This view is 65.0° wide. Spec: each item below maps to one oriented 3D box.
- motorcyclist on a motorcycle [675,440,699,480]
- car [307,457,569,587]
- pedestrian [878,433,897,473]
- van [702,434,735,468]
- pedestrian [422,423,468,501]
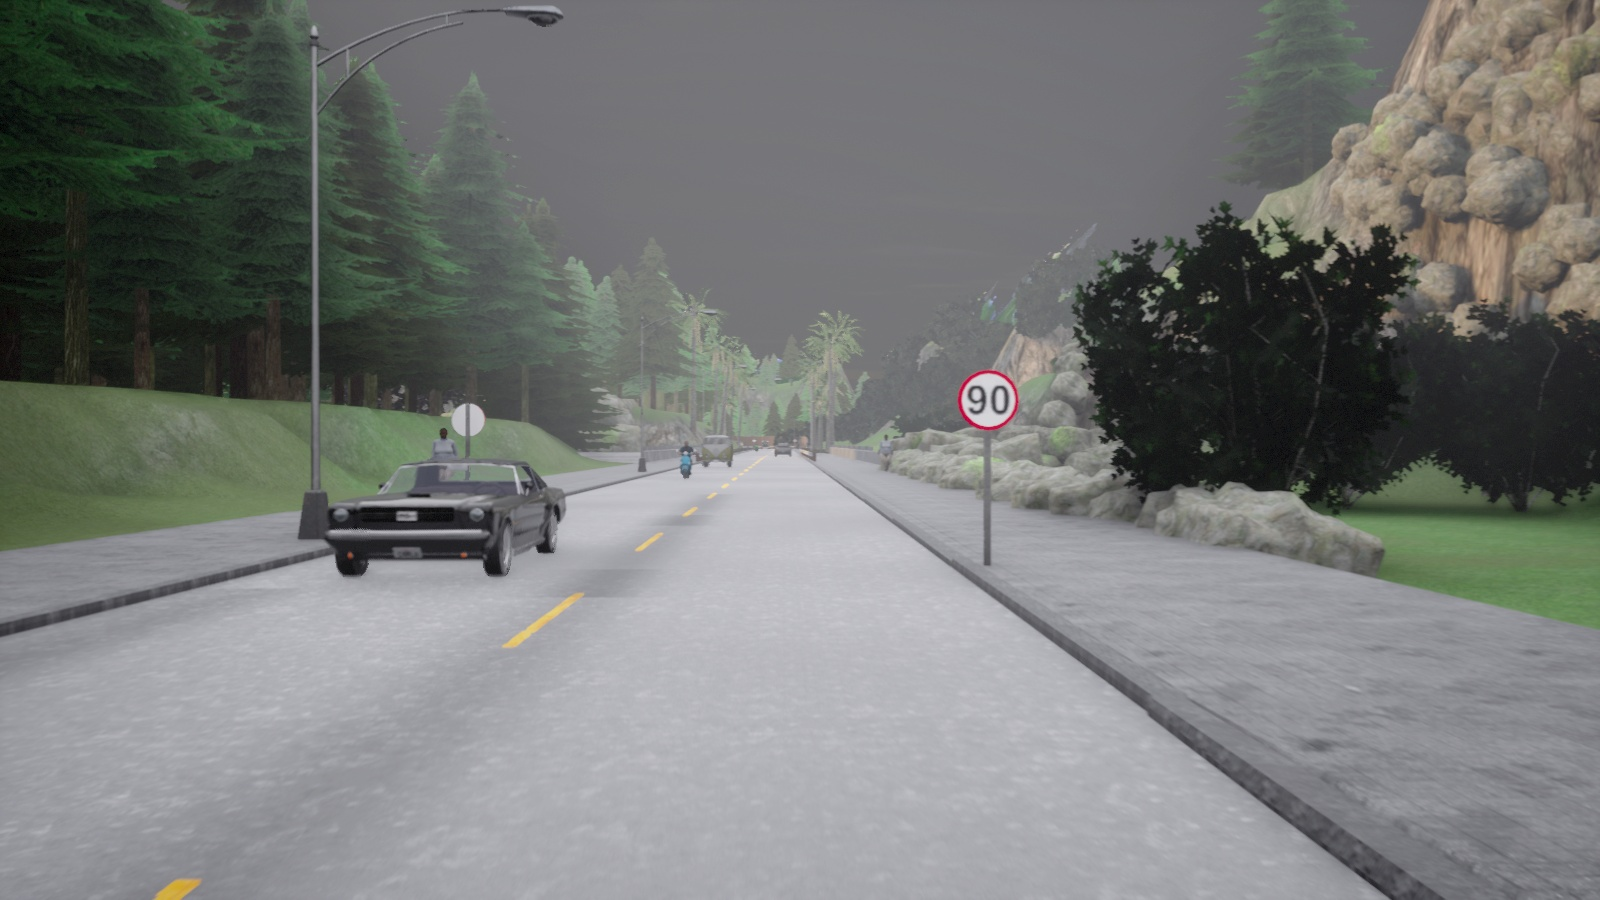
[{"bbox_3d":[-4.654,0.405,51.709,0.866,1.590,1.817,0,0,-1],"label":"motorcyclist on a motorcycle"},{"bbox_3d":[-4.185,0.757,15.365,1.895,1.301,4.718,0,0,-1],"label":"car"},{"bbox_3d":[4.087,0.127,58.858,0.874,1.855,0.900,0,0,2],"label":"pedestrian"},{"bbox_3d":[-4.976,0.063,76.834,1.775,1.987,4.442,0,0,-1],"label":"van"},{"bbox_3d":[-8.537,0.279,30.218,0.874,1.855,0.900,0,0,-2],"label":"pedestrian"}]
